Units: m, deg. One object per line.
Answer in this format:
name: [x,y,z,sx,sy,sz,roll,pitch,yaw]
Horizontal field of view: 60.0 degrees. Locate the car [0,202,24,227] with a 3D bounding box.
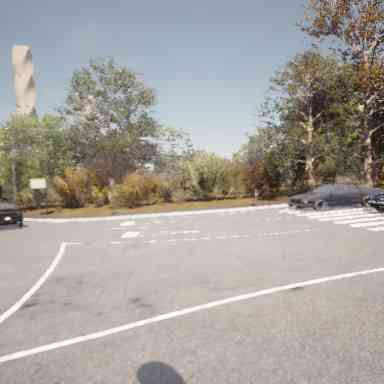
car: [-11.926,1.387,20.527,1.882,1.535,5.008,-4,1,-40]

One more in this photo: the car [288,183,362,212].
car: [8.250,0.212,18.994,5.357,1.411,2.033,-4,3,-13]

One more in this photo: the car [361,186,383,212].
car: [11.014,0.249,16.052,4.718,1.301,1.895,-4,3,-13]
